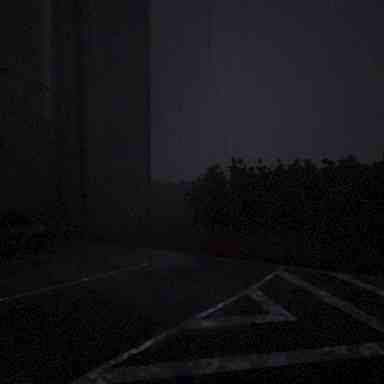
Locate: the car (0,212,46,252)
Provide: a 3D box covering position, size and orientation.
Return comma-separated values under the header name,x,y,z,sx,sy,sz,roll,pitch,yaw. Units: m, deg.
name,x,y,z,sx,sy,sz,roll,pitch,yaw
car,-7.703,1.608,12.465,1.851,1.617,3.988,-1,0,35
